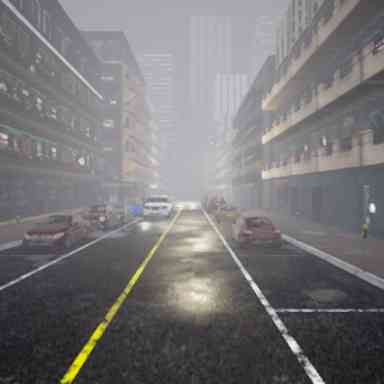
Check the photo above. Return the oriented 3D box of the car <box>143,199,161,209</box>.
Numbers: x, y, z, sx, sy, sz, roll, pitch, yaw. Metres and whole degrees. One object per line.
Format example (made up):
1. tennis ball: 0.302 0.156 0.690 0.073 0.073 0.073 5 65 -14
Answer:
1. car: -5.711 1.696 48.055 2.008 1.369 4.403 -1 0 0

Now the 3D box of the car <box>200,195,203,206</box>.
1. car: 2.673 1.460 48.028 2.192 1.841 5.009 -1 0 0

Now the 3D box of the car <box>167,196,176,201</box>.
1. car: -5.708 1.835 92.871 2.008 1.369 4.403 -1 0 0

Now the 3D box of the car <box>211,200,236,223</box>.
1. car: 2.678 1.603 25.789 1.752 1.417 4.829 -1 0 0

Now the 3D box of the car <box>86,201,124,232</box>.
1. car: -5.670 1.501 20.045 1.967 1.590 4.097 -1 0 0

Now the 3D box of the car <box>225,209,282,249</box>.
1. car: 2.679 1.625 14.415 1.802 1.307 4.206 -1 0 0

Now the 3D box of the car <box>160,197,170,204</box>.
1. car: -5.706 1.796 70.463 1.802 1.307 4.206 -1 0 0

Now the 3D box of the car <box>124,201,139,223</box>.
1. car: -5.669 1.628 25.647 2.008 1.369 4.403 -1 0 0

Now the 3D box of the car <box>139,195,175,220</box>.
1. car: -3.009 1.311 29.982 2.150 2.045 5.566 0 0 0

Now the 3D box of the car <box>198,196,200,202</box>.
1. car: 2.672 1.495 59.232 2.192 1.841 5.009 -1 0 0

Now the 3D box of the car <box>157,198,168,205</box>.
1. car: -5.705 1.779 64.861 1.802 1.307 4.206 -1 0 0

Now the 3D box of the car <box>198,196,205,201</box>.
1. car: 2.672 1.850 92.843 1.947 1.339 4.313 -1 0 0

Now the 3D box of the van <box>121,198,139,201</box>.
1. van: -5.673 1.435 31.249 1.690 1.788 3.998 -1 0 0

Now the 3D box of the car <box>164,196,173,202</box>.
1. car: -5.707 1.800 81.668 2.008 1.369 4.403 -1 0 0

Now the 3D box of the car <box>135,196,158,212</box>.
1. car: -5.697 1.443 42.453 2.192 1.841 5.009 -1 0 0

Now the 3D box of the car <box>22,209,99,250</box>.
1. car: -5.668 1.626 14.443 1.802 1.307 4.206 -1 0 0

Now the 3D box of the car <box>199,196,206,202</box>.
1. car: 2.672 1.793 87.411 1.752 1.417 4.829 -1 0 0

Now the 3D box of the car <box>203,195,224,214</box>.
1. car: 2.674 1.426 36.824 2.192 1.841 5.009 -1 0 0
